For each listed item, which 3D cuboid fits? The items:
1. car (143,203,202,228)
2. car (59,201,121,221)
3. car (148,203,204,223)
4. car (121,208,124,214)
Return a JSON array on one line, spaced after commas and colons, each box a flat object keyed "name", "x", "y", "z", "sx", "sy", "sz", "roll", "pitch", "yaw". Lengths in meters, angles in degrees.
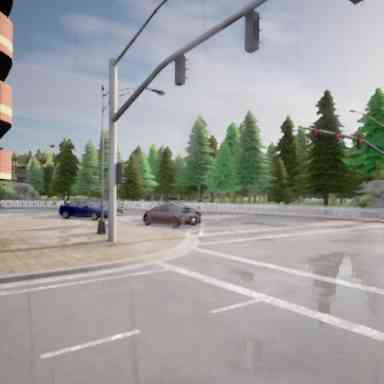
[{"name": "car", "x": -1.413, "y": 1.596, "z": 22.478, "sx": 4.181, "sy": 1.385, "sz": 1.994, "roll": 0, "pitch": 0, "yaw": 40}, {"name": "car", "x": -8.701, "y": 1.488, "z": 27.529, "sx": 5.008, "sy": 1.535, "sz": 1.882, "roll": 0, "pitch": 0, "yaw": 25}, {"name": "car", "x": -1.292, "y": 1.616, "z": 26.981, "sx": 4.181, "sy": 1.385, "sz": 1.994, "roll": 0, "pitch": 0, "yaw": 35}, {"name": "car", "x": -9.141, "y": 1.573, "z": 31.676, "sx": 5.357, "sy": 1.411, "sz": 2.033, "roll": 0, "pitch": 0, "yaw": 24}]
